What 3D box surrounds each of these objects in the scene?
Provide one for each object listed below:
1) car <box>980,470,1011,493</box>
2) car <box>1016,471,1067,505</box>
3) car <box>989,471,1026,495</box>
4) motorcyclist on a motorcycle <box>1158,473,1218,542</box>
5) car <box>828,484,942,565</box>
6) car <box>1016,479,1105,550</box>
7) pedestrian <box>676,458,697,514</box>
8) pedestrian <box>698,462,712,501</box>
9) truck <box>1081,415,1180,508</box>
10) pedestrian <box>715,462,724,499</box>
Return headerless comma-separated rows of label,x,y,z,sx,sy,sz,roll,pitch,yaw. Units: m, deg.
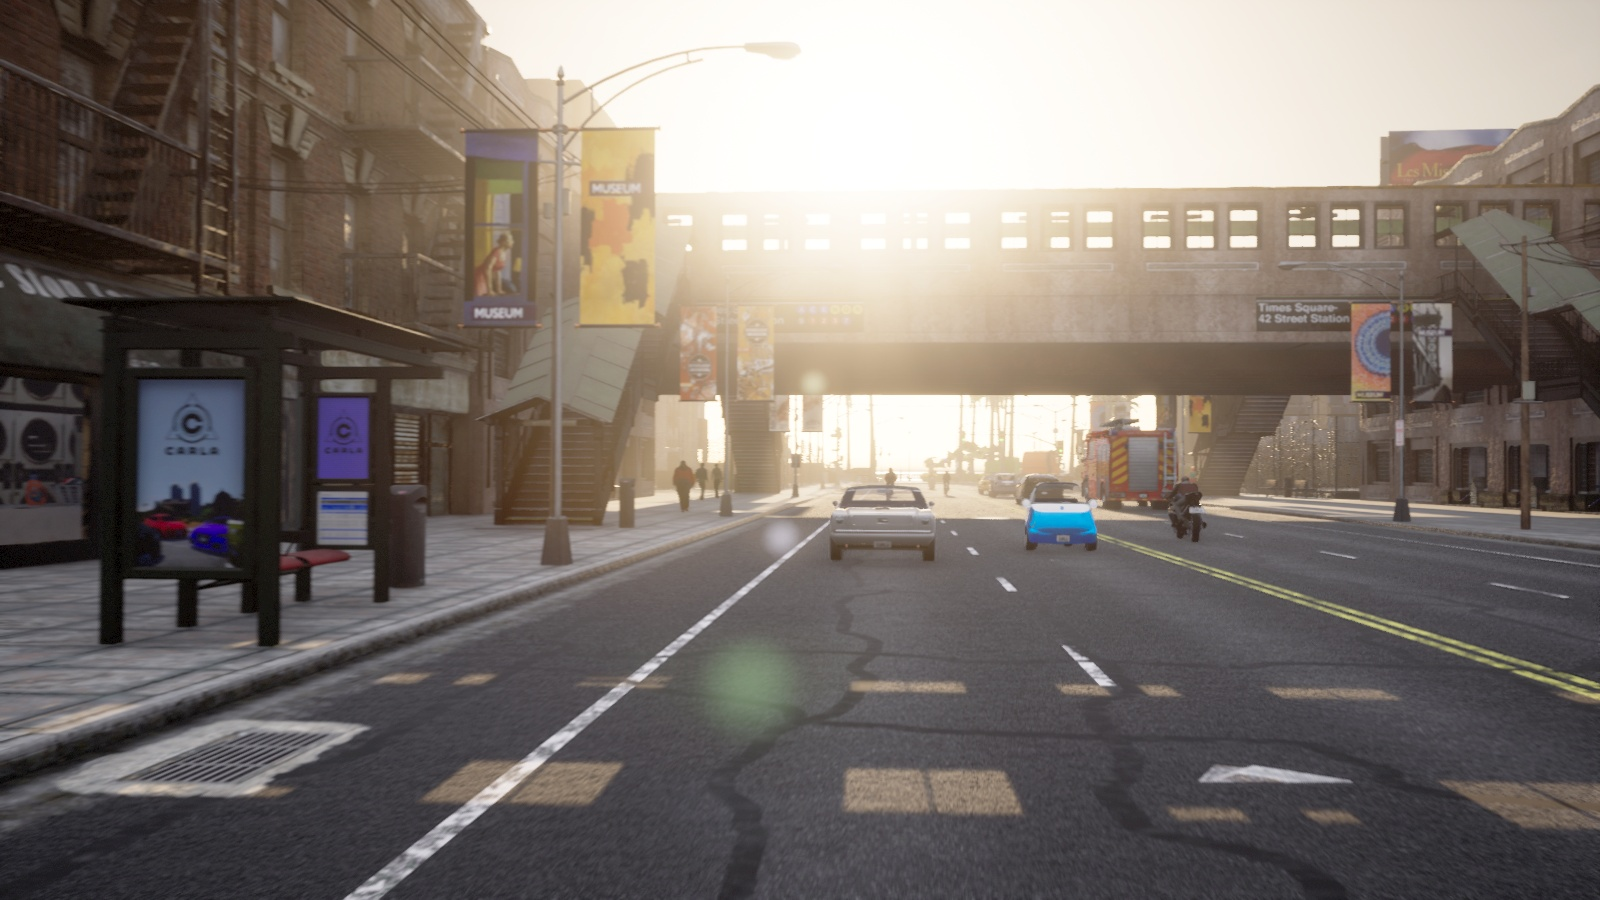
car,13.570,2.178,87.466,1.801,1.575,5.366,0,-1,5
car,11.452,1.760,59.751,1.882,1.535,5.008,0,-1,5
car,12.882,2.051,78.110,1.970,1.475,3.806,0,-1,4
motorcyclist on a motorcycle,9.067,1.316,29.406,0.866,1.530,2.191,0,-1,4
car,1.594,1.302,23.369,1.895,1.301,4.718,0,-1,4
car,5.272,1.283,25.611,1.481,1.376,2.207,0,-1,4
pedestrian,-3.763,1.181,41.718,0.634,1.844,0.899,0,-1,-2
pedestrian,-4.410,1.461,58.332,0.370,1.835,0.726,0,-1,17
truck,14.670,0.552,56.416,2.891,3.827,8.468,0,-1,5
pedestrian,-4.033,1.533,62.673,0.331,1.846,0.634,0,-1,8
